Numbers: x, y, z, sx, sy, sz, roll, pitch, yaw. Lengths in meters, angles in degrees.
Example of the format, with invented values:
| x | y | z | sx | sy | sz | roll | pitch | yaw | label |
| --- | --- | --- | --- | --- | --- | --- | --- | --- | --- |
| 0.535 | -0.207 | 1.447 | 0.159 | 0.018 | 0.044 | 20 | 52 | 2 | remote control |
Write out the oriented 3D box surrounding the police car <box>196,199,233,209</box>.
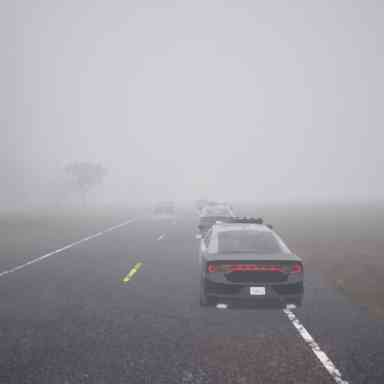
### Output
| x | y | z | sx | sy | sz | roll | pitch | yaw | label |
| --- | --- | --- | --- | --- | --- | --- | --- | --- | --- |
| 1.313 | 1.425 | 18.034 | 1.930 | 1.638 | 5.238 | 0 | 0 | 1 | police car |

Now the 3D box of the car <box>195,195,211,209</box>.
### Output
| x | y | z | sx | sy | sz | roll | pitch | yaw | label |
| --- | --- | --- | --- | --- | --- | --- | --- | --- | --- |
| 1.456 | 1.497 | 45.924 | 1.837 | 1.490 | 4.892 | 0 | 0 | 4 | car |

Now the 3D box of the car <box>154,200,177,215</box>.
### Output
| x | y | z | sx | sy | sz | roll | pitch | yaw | label |
| --- | --- | --- | --- | --- | --- | --- | --- | --- | --- |
| -2.642 | 1.562 | 34.127 | 1.994 | 1.385 | 4.181 | 0 | 0 | 3 | car |

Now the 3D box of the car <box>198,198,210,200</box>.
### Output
| x | y | z | sx | sy | sz | roll | pitch | yaw | label |
| --- | --- | --- | --- | --- | --- | --- | --- | --- | --- |
| 1.489 | 1.455 | 24.092 | 1.801 | 1.575 | 5.366 | 0 | 0 | 2 | car |

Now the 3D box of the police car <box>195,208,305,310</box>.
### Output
| x | y | z | sx | sy | sz | roll | pitch | yaw | label |
| --- | --- | --- | --- | --- | --- | --- | --- | --- | --- |
| 1.118 | 1.425 | 8.070 | 1.930 | 1.638 | 5.238 | 0 | 0 | 1 | police car |
